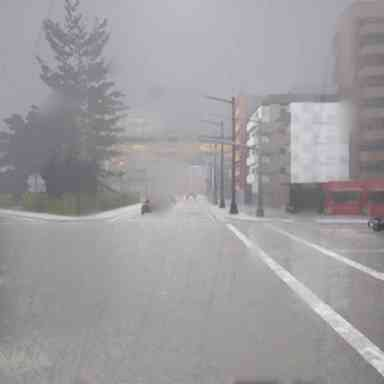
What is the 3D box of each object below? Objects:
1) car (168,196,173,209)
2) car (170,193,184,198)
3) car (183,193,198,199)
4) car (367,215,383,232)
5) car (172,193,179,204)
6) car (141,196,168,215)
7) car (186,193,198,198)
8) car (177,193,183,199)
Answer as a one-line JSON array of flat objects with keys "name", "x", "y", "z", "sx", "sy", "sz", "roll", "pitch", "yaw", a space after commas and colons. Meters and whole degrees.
[{"name": "car", "x": -3.820, "y": 1.446, "z": 42.801, "sx": 1.895, "sy": 1.301, "sz": 4.718, "roll": 0, "pitch": 0, "yaw": 0}, {"name": "car", "x": -4.109, "y": 0.978, "z": 91.772, "sx": 1.853, "sy": 1.218, "sz": 4.536, "roll": 0, "pitch": 0, "yaw": 24}, {"name": "car", "x": 0.032, "y": 1.127, "z": 91.439, "sx": 2.038, "sy": 1.542, "sz": 4.974, "roll": 0, "pitch": 0, "yaw": -21}, {"name": "car", "x": 11.928, "y": 1.514, "z": 17.810, "sx": 4.674, "sy": 1.442, "sz": 1.812, "roll": 0, "pitch": 0, "yaw": -1}, {"name": "car", "x": -3.832, "y": 1.362, "z": 57.149, "sx": 1.994, "sy": 1.385, "sz": 4.181, "roll": 0, "pitch": 0, "yaw": 0}, {"name": "car", "x": -3.772, "y": 1.357, "z": 32.634, "sx": 1.882, "sy": 1.535, "sz": 5.008, "roll": 0, "pitch": 0, "yaw": 0}, {"name": "car", "x": 0.013, "y": 0.969, "z": 91.487, "sx": 1.853, "sy": 1.218, "sz": 4.536, "roll": 0, "pitch": 0, "yaw": -21}, {"name": "car", "x": -4.130, "y": 1.135, "z": 91.725, "sx": 2.038, "sy": 1.542, "sz": 4.974, "roll": 0, "pitch": 0, "yaw": 24}]
